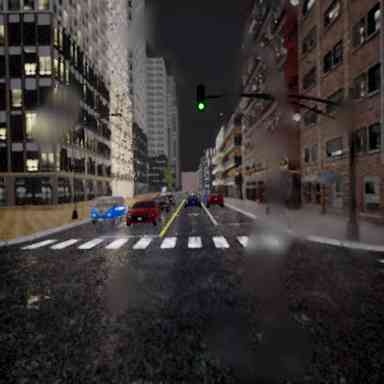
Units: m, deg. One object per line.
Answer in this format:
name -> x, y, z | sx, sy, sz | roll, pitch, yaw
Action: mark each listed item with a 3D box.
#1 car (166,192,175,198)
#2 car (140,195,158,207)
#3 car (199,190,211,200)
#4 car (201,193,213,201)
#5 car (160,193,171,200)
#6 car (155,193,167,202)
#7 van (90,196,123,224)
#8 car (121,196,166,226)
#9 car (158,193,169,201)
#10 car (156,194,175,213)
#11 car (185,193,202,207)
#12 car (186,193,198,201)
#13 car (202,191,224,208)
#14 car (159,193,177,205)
car -> -5.690, 0.831, 89.453 | 2.008, 1.369, 4.403 | -1, 0, 0
car -> -5.699, 1.190, 44.878 | 1.752, 1.417, 4.829 | -1, 1, 0
car -> 2.680, 0.629, 67.247 | 2.192, 1.841, 5.009 | -1, 0, 0
car -> 2.684, 0.913, 61.698 | 2.008, 1.369, 4.403 | -1, 0, 0
car -> -5.693, 0.972, 72.802 | 2.008, 1.369, 4.403 | -1, 0, 0
car -> -5.697, 0.957, 61.699 | 1.967, 1.590, 4.097 | -1, 1, 0
van -> -5.706, 1.204, 22.843 | 1.690, 1.788, 3.998 | -1, 1, 0
car -> -3.102, 1.298, 22.236 | 1.882, 1.535, 5.008 | -1, 1, 0
car -> -5.695, 0.995, 67.081 | 1.752, 1.417, 4.829 | -1, 0, 0
car -> -3.093, 1.219, 32.513 | 2.128, 1.511, 4.902 | -1, 1, 0
car -> 0.093, 1.150, 41.693 | 1.994, 1.385, 4.181 | -1, 1, 0
car -> -0.004, 0.901, 61.916 | 2.128, 1.511, 4.902 | -1, 0, 0
car -> 2.675, 0.873, 39.494 | 2.192, 1.841, 5.009 | -1, 1, 0
car -> -3.081, 1.122, 44.253 | 1.837, 1.490, 4.892 | -1, 2, 0
